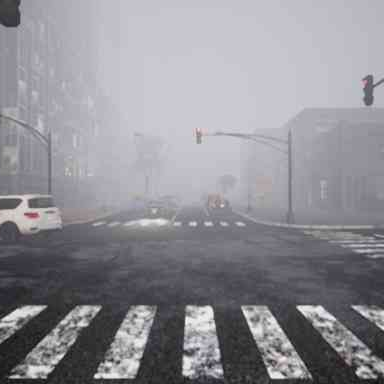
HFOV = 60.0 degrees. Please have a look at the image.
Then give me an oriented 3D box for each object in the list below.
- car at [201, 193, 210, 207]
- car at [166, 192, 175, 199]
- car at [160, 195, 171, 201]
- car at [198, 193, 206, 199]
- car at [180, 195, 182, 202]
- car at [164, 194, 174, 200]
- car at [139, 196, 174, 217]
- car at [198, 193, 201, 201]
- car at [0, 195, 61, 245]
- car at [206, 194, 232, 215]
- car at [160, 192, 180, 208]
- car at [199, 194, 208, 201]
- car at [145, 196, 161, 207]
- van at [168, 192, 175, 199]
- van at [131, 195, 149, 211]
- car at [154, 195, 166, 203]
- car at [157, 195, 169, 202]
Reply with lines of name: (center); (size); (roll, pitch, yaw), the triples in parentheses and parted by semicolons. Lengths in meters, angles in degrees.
car: (2.706, 1.131, 43.033); (2.192, 1.841, 5.009); (1, 0, 0)
car: (-5.676, 0.933, 88.386); (2.192, 1.841, 5.009); (1, 0, 0)
car: (-5.680, 1.258, 71.365); (1.947, 1.339, 4.313); (1, 0, 0)
car: (2.701, 1.058, 88.425); (1.967, 1.590, 4.097); (1, 0, 0)
car: (-3.003, 1.080, 64.727); (2.097, 1.767, 4.553); (0, 0, 0)
car: (-5.680, 1.193, 82.713); (2.008, 1.369, 4.403); (1, 0, 0)
car: (-3.100, 1.364, 29.809); (2.128, 1.511, 4.902); (0, 0, 0)
car: (2.704, 1.032, 65.729); (2.192, 1.841, 5.009); (1, 0, 0)
car: (-8.695, 1.203, 15.122); (5.566, 2.045, 2.150); (-2, -1, 17)
car: (2.704, 1.305, 31.686); (1.967, 1.590, 4.097); (1, 0, 0)
car: (-3.092, 1.162, 44.520); (2.097, 1.767, 4.553); (0, 0, 0)
car: (2.699, 1.233, 77.078); (1.947, 1.339, 4.313); (1, 0, 0)
car: (-5.678, 1.317, 48.499); (1.752, 1.417, 4.829); (1, 0, 0)
van: (-5.677, 0.934, 94.060); (1.690, 1.788, 3.998); (1, 0, 0)
van: (-5.675, 1.181, 37.320); (1.690, 1.788, 3.998); (1, 0, 0)
car: (-5.680, 1.324, 60.017); (1.802, 1.307, 4.206); (1, 0, 0)
car: (-5.680, 1.283, 65.691); (1.947, 1.339, 4.313); (1, 0, 0)
